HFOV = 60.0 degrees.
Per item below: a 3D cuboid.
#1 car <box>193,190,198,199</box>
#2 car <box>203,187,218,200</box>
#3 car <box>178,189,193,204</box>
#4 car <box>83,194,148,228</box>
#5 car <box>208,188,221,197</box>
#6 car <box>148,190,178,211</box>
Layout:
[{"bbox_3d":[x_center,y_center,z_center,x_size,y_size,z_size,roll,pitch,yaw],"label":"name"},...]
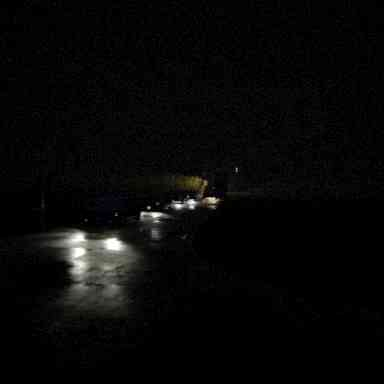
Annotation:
[{"bbox_3d":[-0.243,0.307,47.512,1.895,1.301,4.718,2,2,7],"label":"car"},{"bbox_3d":[2.786,0.134,48.775,2.097,1.767,4.553,2,2,7],"label":"car"},{"bbox_3d":[-1.546,0.490,37.339,2.033,1.411,5.357,2,2,8],"label":"car"},{"bbox_3d":[-4.021,0.875,17.554,1.882,1.535,5.008,2,2,6],"label":"car"},{"bbox_3d":[4.028,0.105,58.907,1.994,1.385,4.181,2,2,7],"label":"car"},{"bbox_3d":[-2.831,0.721,27.291,2.033,1.411,5.357,2,2,8],"label":"car"}]
